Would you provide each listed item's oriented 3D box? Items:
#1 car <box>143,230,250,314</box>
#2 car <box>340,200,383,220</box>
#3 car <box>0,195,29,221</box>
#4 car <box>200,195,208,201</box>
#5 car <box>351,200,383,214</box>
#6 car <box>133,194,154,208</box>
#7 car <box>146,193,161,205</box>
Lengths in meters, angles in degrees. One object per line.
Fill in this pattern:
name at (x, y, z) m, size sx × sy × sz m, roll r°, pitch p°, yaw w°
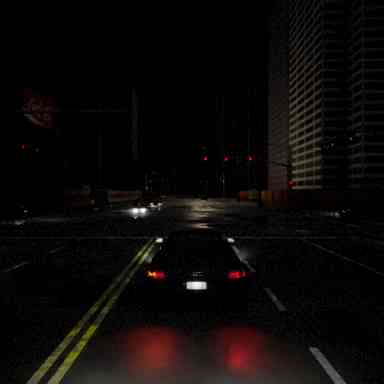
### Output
car at (0.076, 1.564, 7.685) m, size 1.994 × 1.385 × 4.181 m, roll 0°, pitch 0°, yaw 0°
car at (14.395, 1.564, 27.229) m, size 4.181 × 1.385 × 1.994 m, roll 0°, pitch 0°, yaw 0°
car at (-16.364, 1.221, 27.096) m, size 5.566 × 2.045 × 2.150 m, roll 0°, pitch 0°, yaw -2°
car at (3.268, 1.525, 87.523) m, size 2.128 × 1.511 × 4.902 m, roll 0°, pitch 0°, yaw 0°
car at (19.626, 1.547, 34.471) m, size 5.357 × 1.411 × 2.033 m, roll 0°, pitch 0°, yaw 0°
car at (-7.214, 1.491, 48.065) m, size 2.128 × 1.511 × 4.902 m, roll 0°, pitch 0°, yaw 0°
car at (-7.229, 1.221, 58.018) m, size 2.150 × 2.045 × 5.566 m, roll 0°, pitch 0°, yaw 0°
